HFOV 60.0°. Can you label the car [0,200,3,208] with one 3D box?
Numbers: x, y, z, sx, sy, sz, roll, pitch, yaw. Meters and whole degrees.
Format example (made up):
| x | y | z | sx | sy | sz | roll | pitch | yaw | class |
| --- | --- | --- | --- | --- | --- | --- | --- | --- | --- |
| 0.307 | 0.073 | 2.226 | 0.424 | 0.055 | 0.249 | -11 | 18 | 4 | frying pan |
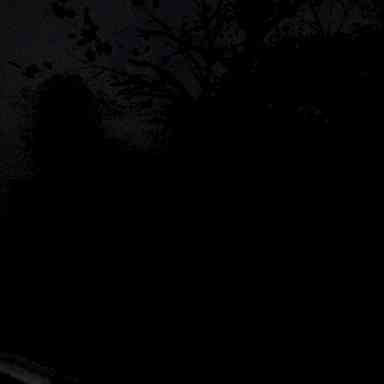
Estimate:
| x | y | z | sx | sy | sz | roll | pitch | yaw | class |
| --- | --- | --- | --- | --- | --- | --- | --- | --- | --- |
| -36.632 | 2.445 | 61.217 | 2.150 | 2.045 | 5.566 | 0 | -2 | -15 | car |
